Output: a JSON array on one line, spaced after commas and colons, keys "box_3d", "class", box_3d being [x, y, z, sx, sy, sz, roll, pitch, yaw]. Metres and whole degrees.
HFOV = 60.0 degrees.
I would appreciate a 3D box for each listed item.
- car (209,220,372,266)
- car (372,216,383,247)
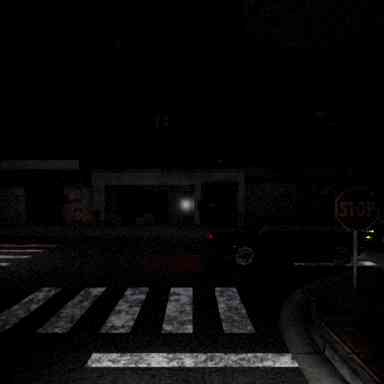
[{"box_3d": [2.945, 1.591, 10.876, 4.718, 1.301, 1.895, 0, 0, 0], "class": "car"}, {"box_3d": [9.175, 1.474, 13.822, 4.892, 1.490, 1.837, 0, 0, 0], "class": "car"}]
